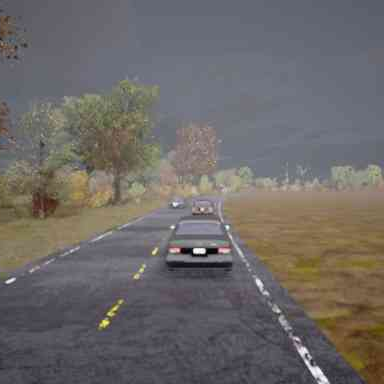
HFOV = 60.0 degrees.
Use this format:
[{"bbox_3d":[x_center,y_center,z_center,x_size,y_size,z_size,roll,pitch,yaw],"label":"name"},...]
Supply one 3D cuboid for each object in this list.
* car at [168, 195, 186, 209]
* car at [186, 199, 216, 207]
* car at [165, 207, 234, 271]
[{"bbox_3d":[-1.547,1.100,37.242,2.128,1.511,4.902,0,1,5],"label":"car"},{"bbox_3d":[0.900,1.270,26.484,2.033,1.411,5.357,0,1,3],"label":"car"},{"bbox_3d":[0.246,1.438,10.492,2.033,1.411,5.357,0,1,2],"label":"car"}]
